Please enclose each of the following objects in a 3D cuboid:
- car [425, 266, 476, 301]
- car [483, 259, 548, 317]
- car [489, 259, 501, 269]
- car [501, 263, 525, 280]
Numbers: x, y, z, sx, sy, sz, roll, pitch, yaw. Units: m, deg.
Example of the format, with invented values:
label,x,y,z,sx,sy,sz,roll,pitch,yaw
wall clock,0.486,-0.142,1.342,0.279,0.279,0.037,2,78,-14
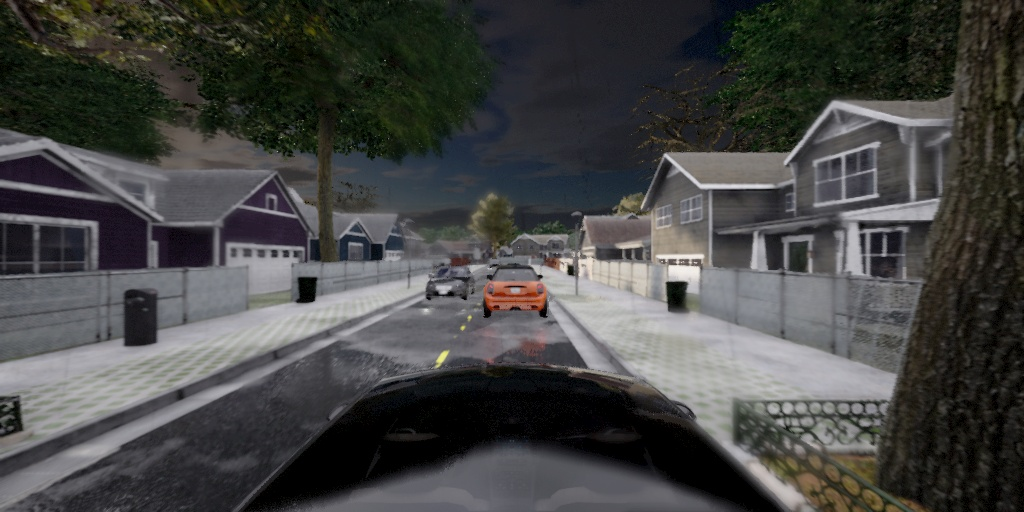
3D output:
label,x,y,z,sx,sy,sz,roll,pitch,yaw
car,-2.840,1.242,17.310,2.128,1.511,4.902,0,0,0
car,0.107,1.102,13.381,2.097,1.767,4.553,0,0,0
car,-2.758,1.263,59.188,1.837,1.490,4.892,0,0,1
car,0.118,1.318,31.673,1.994,1.385,4.181,0,0,0
